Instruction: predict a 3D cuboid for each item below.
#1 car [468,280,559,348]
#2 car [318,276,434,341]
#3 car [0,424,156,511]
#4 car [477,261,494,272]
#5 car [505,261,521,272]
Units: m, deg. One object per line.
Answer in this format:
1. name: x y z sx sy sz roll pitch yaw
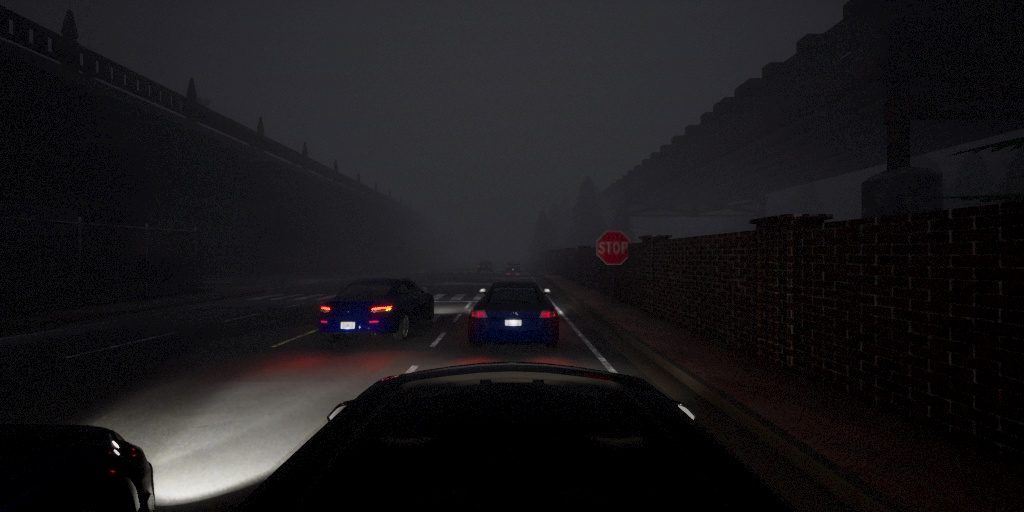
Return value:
1. car: 0.069 1.314 9.218 1.994 1.385 4.181 0 0 1
2. car: -3.412 1.276 9.740 1.812 1.442 4.674 0 0 0
3. car: -3.398 1.314 0.644 1.994 1.385 4.181 0 0 0
4. car: -3.395 1.297 45.873 2.033 1.411 5.357 0 0 -1
5. car: 0.099 1.351 46.036 1.895 1.301 4.718 0 0 -1
